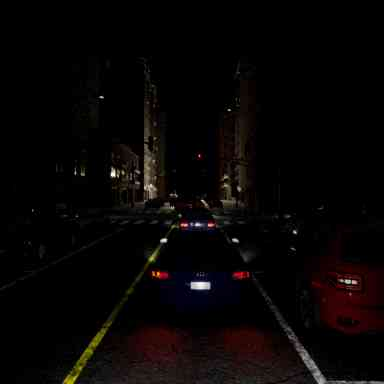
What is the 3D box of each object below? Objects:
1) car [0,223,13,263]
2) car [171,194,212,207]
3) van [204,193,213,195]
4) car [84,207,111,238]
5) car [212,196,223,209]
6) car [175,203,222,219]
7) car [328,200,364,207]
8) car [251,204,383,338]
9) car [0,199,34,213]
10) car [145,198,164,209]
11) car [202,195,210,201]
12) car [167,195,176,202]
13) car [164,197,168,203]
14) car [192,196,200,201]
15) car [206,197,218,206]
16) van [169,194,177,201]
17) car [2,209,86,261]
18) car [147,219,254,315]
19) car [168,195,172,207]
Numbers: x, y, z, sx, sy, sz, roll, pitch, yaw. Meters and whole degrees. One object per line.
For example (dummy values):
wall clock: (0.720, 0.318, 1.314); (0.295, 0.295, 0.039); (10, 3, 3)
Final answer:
car: (-5.776, 1.527, 6.500); (1.752, 1.417, 4.829); (1, 0, 1)
car: (-0.139, 1.386, 34.697); (2.097, 1.767, 4.553); (1, 0, -24)
van: (3.460, 1.358, 61.837); (1.690, 1.788, 3.998); (1, 0, 1)
car: (-5.632, 1.529, 17.748); (1.752, 1.417, 4.829); (1, 0, 1)
car: (3.240, 1.593, 44.818); (1.802, 1.307, 4.206); (1, 0, 1)
car: (0.270, 1.552, 17.741); (2.033, 1.411, 5.357); (0, 0, 0)
car: (13.991, 1.503, 31.884); (4.553, 1.767, 2.097); (0, -1, 1)
car: (2.754, 1.316, 6.552); (2.192, 1.841, 5.009); (1, 0, 1)
car: (-16.422, 1.342, 29.240); (4.902, 1.511, 2.128); (1, -1, 1)
car: (-5.284, 1.555, 44.936); (1.887, 1.381, 4.507); (1, 0, 1)
car: (3.820, 1.600, 90.201); (1.947, 1.339, 4.313); (1, 0, 1)
car: (-4.848, 1.466, 78.970); (1.967, 1.590, 4.097); (1, 0, 1)
car: (-5.212, 1.557, 50.609); (1.887, 1.381, 4.507); (1, 0, 1)
car: (1.078, 1.626, 84.893); (1.895, 1.301, 4.718); (0, 0, 1)
car: (3.385, 1.597, 56.164); (1.802, 1.307, 4.206); (1, 0, 1)
van: (-4.775, 1.371, 84.643); (1.690, 1.788, 3.998); (1, 0, 1)
car: (-5.702, 1.547, 12.294); (1.887, 1.381, 4.507); (1, 0, 1)
car: (0.176, 1.566, 7.678); (1.994, 1.385, 4.181); (0, 0, 1)
car: (-2.447, 1.560, 51.521); (2.033, 1.411, 5.357); (0, 0, 1)
